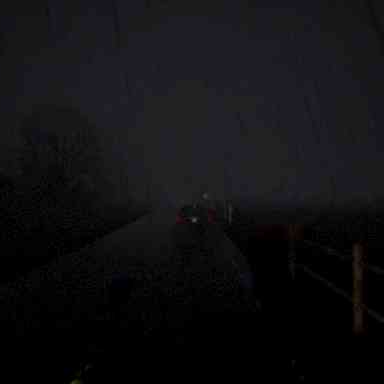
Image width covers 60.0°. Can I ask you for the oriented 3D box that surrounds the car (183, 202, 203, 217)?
[{"bbox_3d":[0.110,1.760,34.445,1.895,1.301,4.718,0,0,0],"label":"car"}]

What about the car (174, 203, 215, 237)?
[{"bbox_3d":[0.106,1.448,18.826,2.097,1.767,4.553,0,0,-1],"label":"car"}]
